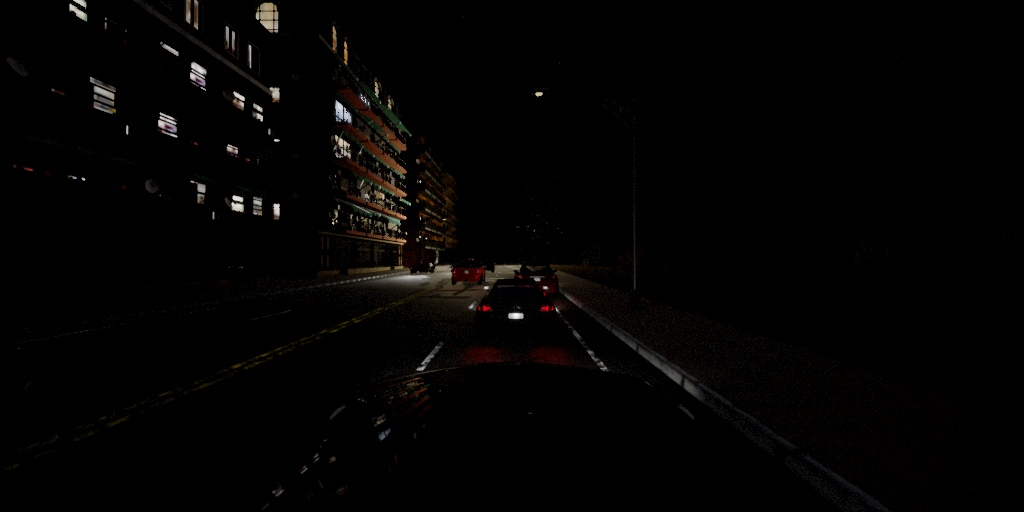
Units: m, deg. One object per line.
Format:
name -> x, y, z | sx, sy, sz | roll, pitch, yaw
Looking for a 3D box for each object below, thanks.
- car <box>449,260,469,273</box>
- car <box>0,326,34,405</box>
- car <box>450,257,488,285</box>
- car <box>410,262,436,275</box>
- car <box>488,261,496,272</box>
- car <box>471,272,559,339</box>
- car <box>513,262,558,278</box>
car -> -6.529, 1.259, 44.825 | 1.837, 1.490, 4.892 | 0, 0, 0
car -> -6.599, 1.241, 2.095 | 2.128, 1.511, 4.902 | 0, 0, 0
car -> -3.107, 1.107, 26.451 | 2.097, 1.767, 4.553 | 0, 0, -1
car -> -9.790, 1.355, 39.583 | 1.895, 1.301, 4.718 | 0, 0, 0
car -> -3.079, 1.301, 44.241 | 2.033, 1.411, 5.357 | 0, 0, 0
car -> 0.108, 1.316, 10.053 | 1.994, 1.385, 4.181 | 0, 0, 1
car -> 1.164, 1.104, 18.632 | 2.097, 1.767, 4.553 | 0, 0, 0
